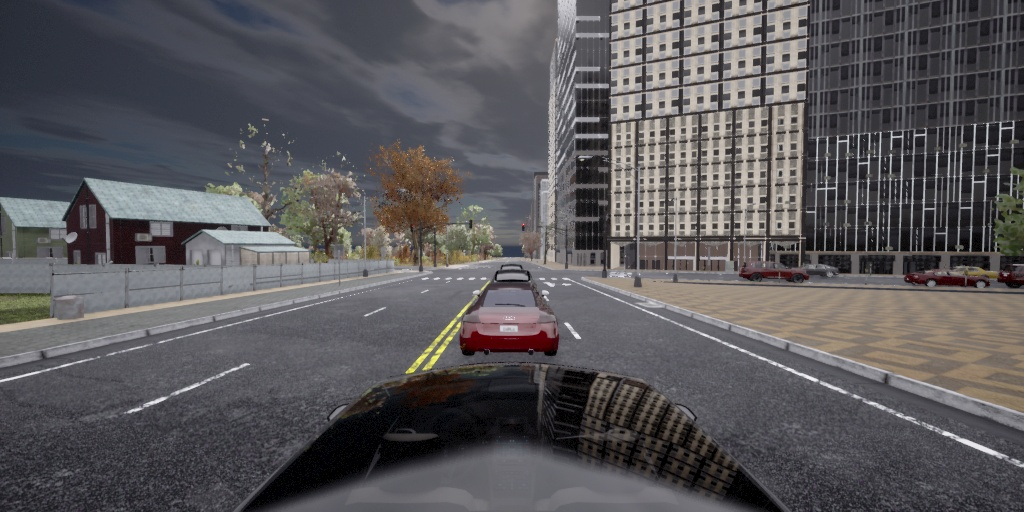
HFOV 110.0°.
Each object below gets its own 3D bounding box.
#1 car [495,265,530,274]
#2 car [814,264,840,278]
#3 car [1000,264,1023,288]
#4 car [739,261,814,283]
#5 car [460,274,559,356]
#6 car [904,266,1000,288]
[{"bbox_3d":[0.028,1.251,14.016,1.837,1.490,4.892,0,0,0],"label":"car"},{"bbox_3d":[31.000,1.469,37.165,4.403,1.370,2.007,0,0,20],"label":"car"},{"bbox_3d":[38.951,1.531,25.880,5.009,1.841,2.192,0,0,20],"label":"car"},{"bbox_3d":[22.974,1.394,31.707,5.009,1.841,2.192,0,0,20],"label":"car"},{"bbox_3d":[-0.033,1.311,8.630,1.994,1.385,4.181,0,0,1],"label":"car"},{"bbox_3d":[33.626,1.716,27.822,4.507,1.381,1.888,0,0,20],"label":"car"}]
